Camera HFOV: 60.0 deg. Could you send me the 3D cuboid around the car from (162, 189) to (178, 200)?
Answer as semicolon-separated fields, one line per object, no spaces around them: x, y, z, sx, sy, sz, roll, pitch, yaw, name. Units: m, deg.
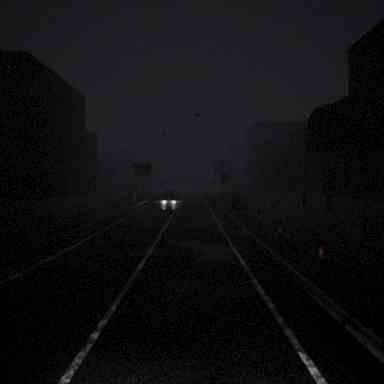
-2.894;0.331;44.919;2.033;1.411;5.357;0;1;0;car
